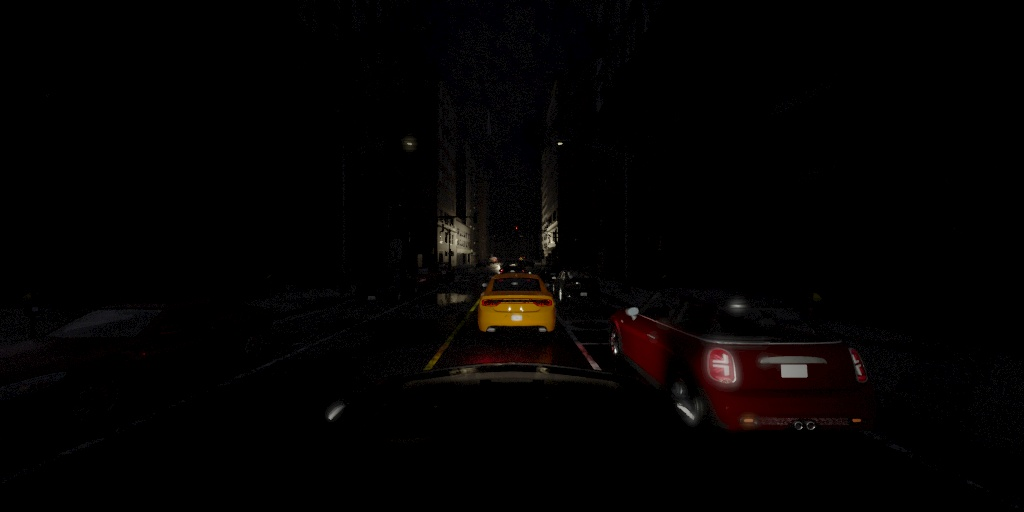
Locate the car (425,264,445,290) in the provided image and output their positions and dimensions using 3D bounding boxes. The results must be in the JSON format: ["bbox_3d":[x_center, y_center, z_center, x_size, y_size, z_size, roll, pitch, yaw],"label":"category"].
[{"bbox_3d":[-5.627,1.334,22.093,1.802,1.307,4.207,0,0,0],"label":"car"}]

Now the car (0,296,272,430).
[{"bbox_3d":[-5.661,1.332,5.590,1.802,1.307,4.207,0,0,0],"label":"car"}]

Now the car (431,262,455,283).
[{"bbox_3d":[-5.615,1.193,27.595,1.967,1.591,4.097,0,0,0],"label":"car"}]

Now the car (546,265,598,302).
[{"bbox_3d":[2.887,1.301,16.574,2.007,1.370,4.403,0,0,0],"label":"car"}]

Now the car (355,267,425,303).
[{"bbox_3d":[-5.638,1.316,16.592,1.948,1.339,4.313,0,0,0],"label":"car"}]

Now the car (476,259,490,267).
[{"bbox_3d":[-5.502,1.374,64.697,1.802,1.307,4.207,0,0,0],"label":"car"}]

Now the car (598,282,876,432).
[{"bbox_3d":[2.865,1.190,5.571,1.967,1.591,4.097,0,0,0],"label":"car"}]

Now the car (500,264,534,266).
[{"bbox_3d":[0.138,1.315,19.448,1.994,1.385,4.181,0,0,0],"label":"car"}]

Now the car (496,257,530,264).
[{"bbox_3d":[0.085,1.105,28.180,2.097,1.767,4.553,0,0,1],"label":"car"}]

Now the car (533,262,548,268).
[{"bbox_3d":[2.910,1.318,27.577,1.948,1.339,4.313,0,0,0],"label":"car"}]

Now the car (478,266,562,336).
[{"bbox_3d":[0.115,1.228,10.460,1.882,1.535,5.008,0,0,0],"label":"car"}]

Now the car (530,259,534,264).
[{"bbox_3d":[3.023,1.232,64.665,1.967,1.591,4.097,0,0,0],"label":"car"}]
